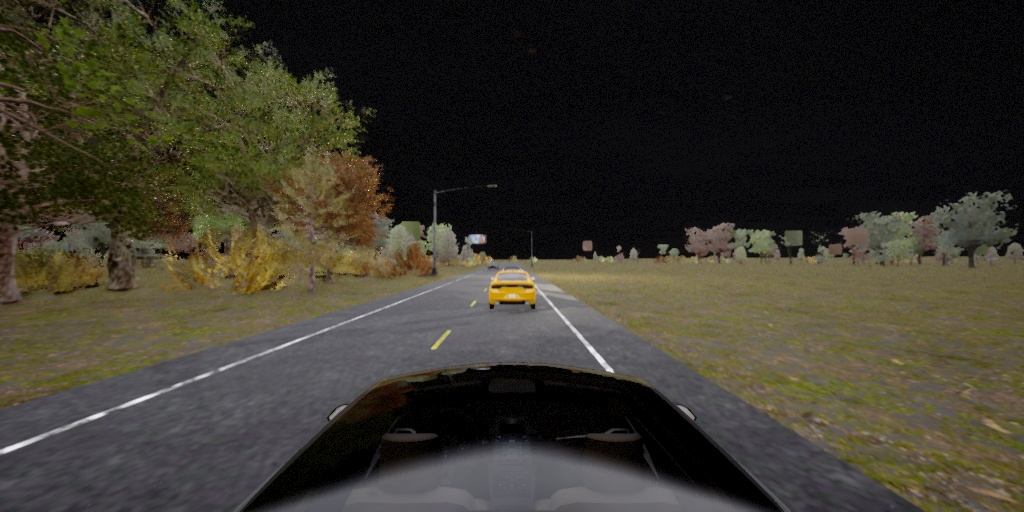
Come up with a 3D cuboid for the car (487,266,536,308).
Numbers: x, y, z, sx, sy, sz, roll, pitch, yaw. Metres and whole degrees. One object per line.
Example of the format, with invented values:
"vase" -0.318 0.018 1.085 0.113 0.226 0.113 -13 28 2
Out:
"car" 0.032 1.377 16.083 1.882 1.535 5.008 0 0 1
